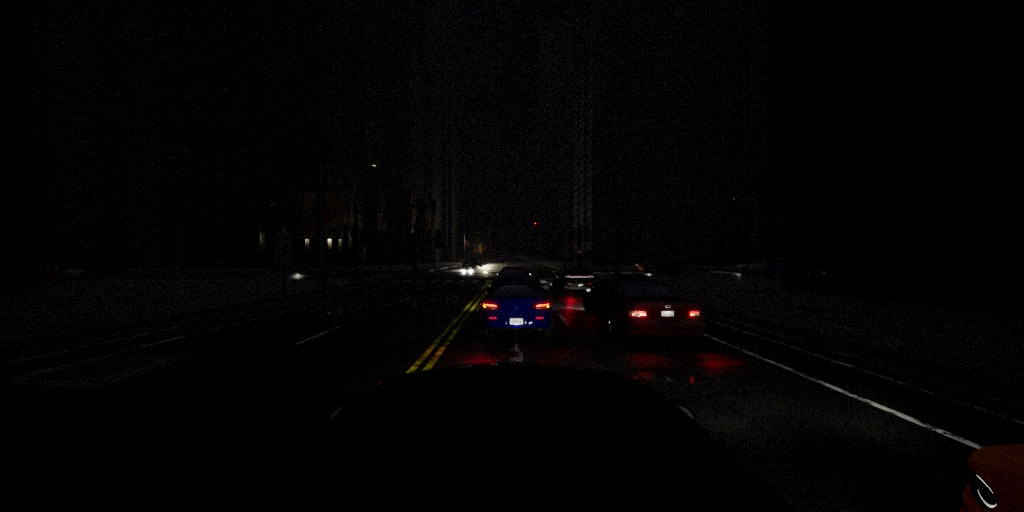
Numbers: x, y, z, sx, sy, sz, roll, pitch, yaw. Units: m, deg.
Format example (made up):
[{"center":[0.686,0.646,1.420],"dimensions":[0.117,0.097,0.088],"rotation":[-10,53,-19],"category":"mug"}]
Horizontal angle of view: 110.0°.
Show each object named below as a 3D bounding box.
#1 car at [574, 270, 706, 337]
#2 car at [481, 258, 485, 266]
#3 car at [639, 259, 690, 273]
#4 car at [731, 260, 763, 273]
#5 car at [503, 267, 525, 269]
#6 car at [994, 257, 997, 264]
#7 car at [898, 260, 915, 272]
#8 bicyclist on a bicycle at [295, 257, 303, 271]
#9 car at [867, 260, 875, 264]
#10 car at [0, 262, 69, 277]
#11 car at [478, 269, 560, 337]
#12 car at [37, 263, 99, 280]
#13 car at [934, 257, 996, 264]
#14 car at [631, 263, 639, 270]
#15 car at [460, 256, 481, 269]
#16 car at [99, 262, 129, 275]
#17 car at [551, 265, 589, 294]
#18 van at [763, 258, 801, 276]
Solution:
[{"center":[3.353,1.293,10.268],"dimensions":[2.033,1.411,5.357],"rotation":[0,0,0],"category":"car"},{"center":[-6.522,1.060,64.705],"dimensions":[2.097,1.767,4.553],"rotation":[0,0,1],"category":"car"},{"center":[17.729,1.147,41.190],"dimensions":[5.008,1.535,1.882],"rotation":[0,1,0],"category":"car"},{"center":[27.668,1.184,41.115],"dimensions":[4.674,1.442,1.812],"rotation":[0,1,0],"category":"car"},{"center":[0.100,1.286,19.744],"dimensions":[2.033,1.411,5.357],"rotation":[0,0,0],"category":"car"},{"center":[49.294,1.046,35.149],"dimensions":[5.009,1.841,2.192],"rotation":[0,0,0],"category":"car"},{"center":[42.329,1.149,41.017],"dimensions":[4.892,1.490,1.837],"rotation":[0,1,1],"category":"car"},{"center":[-25.870,1.001,43.618],"dimensions":[0.582,1.620,1.656],"rotation":[0,1,0],"category":"bicyclist on a bicycle"},{"center":[32.974,1.321,35.247],"dimensions":[4.207,1.307,1.802],"rotation":[0,0,0],"category":"car"},{"center":[-50.892,1.423,37.988],"dimensions":[5.357,1.411,2.033],"rotation":[0,1,0],"category":"car"},{"center":[0.095,1.272,10.170],"dimensions":[1.812,1.442,4.674],"rotation":[0,0,0],"category":"car"},{"center":[-40.821,1.450,32.238],"dimensions":[4.829,1.417,1.751],"rotation":[0,0,0],"category":"car"},{"center":[43.853,1.169,35.182],"dimensions":[4.097,1.591,1.967],"rotation":[0,0,0],"category":"car"},{"center":[16.700,1.071,43.871],"dimensions":[4.097,1.591,1.967],"rotation":[0,0,0],"category":"car"},{"center":[-6.535,1.204,55.270],"dimensions":[2.128,1.511,4.902],"rotation":[0,0,2],"category":"car"},{"center":[-46.411,1.362,40.761],"dimensions":[4.507,1.381,1.888],"rotation":[0,0,0],"category":"car"},{"center":[3.351,1.230,20.016],"dimensions":[2.128,1.511,4.902],"rotation":[0,0,0],"category":"car"},{"center":[27.532,1.086,35.280],"dimensions":[3.998,1.789,1.690],"rotation":[0,0,0],"category":"van"}]
